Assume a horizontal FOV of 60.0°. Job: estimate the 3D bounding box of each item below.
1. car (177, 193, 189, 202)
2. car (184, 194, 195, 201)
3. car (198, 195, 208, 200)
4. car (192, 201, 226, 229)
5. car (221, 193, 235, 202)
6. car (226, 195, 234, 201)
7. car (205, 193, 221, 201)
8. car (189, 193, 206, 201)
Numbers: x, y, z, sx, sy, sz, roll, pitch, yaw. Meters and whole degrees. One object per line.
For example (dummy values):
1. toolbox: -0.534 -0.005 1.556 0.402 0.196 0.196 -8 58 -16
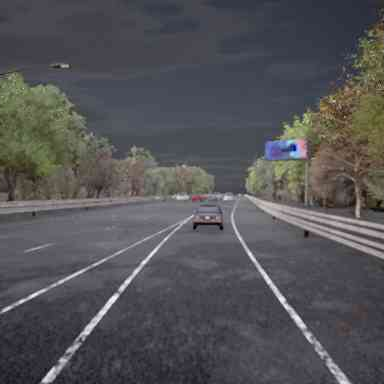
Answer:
1. car: -2.084 1.233 76.152 2.150 2.045 5.566 0 0 8
2. car: -0.572 1.396 86.432 2.128 1.511 4.902 0 0 8
3. car: 2.895 1.475 85.952 1.895 1.301 4.718 0 0 8
4. car: 1.097 1.520 21.352 2.033 1.411 5.357 0 0 5
5. car: 8.303 1.259 74.623 2.150 2.045 5.566 0 0 8
6. car: 9.822 1.492 84.933 1.895 1.301 4.718 0 0 8
7. car: 4.837 1.550 75.102 2.128 1.511 4.902 0 0 8
8. car: 1.379 1.241 75.642 2.150 2.045 5.566 0 0 8
